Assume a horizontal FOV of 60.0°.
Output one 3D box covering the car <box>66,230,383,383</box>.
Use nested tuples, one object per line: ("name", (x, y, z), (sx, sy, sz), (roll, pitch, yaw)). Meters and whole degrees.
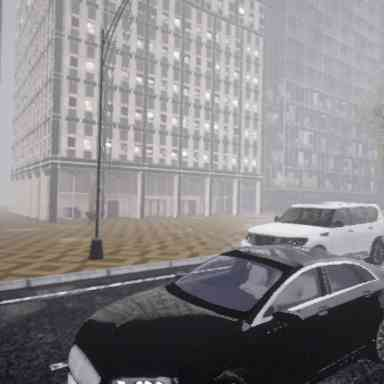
("car", (0.962, 1.534, 4.369), (4.902, 1.511, 2.128), (1, -1, -35))

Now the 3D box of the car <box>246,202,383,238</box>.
("car", (4.124, 1.347, 10.613), (5.566, 2.045, 2.150), (1, -1, -35))
